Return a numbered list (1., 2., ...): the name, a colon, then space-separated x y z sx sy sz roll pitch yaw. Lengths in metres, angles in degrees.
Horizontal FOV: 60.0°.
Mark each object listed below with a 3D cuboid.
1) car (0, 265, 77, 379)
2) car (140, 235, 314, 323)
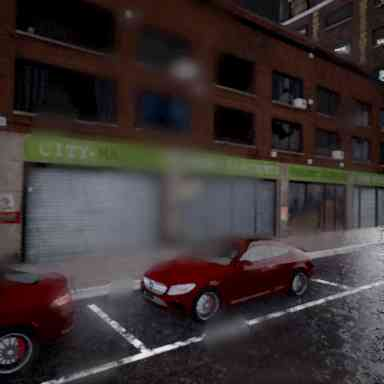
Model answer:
1. car: -3.587 1.575 3.989 4.206 1.307 1.802 1 0 -35
2. car: 0.948 1.632 7.224 4.206 1.307 1.802 1 0 -35
